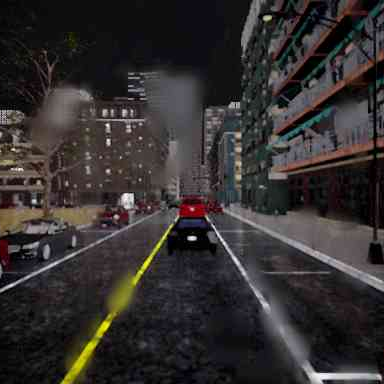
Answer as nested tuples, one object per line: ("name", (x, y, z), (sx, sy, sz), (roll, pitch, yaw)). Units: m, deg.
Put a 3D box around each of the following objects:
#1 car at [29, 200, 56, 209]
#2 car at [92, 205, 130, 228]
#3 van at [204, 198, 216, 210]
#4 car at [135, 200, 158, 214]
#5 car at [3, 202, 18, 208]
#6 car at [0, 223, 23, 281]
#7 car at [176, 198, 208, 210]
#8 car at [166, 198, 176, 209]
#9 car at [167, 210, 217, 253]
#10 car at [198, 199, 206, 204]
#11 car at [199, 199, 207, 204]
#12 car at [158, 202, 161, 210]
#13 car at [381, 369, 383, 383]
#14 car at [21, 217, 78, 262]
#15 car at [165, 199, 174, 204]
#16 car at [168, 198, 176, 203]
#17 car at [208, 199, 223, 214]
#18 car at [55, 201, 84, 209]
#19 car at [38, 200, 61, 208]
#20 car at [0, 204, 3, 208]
("car", (-27.933, 2.572, 61.915), (4.403, 1.369, 2.008), (-1, 1, 0))
("car", (-5.682, 1.662, 23.556), (1.967, 1.590, 4.097), (0, -1, 0))
("van", (2.715, 1.835, 51.188), (1.690, 1.788, 3.998), (0, -1, 0))
("car", (-5.672, 1.824, 40.138), (1.967, 1.590, 4.097), (0, -1, 0))
("car", (-39.128, 2.786, 70.429), (4.206, 1.307, 1.802), (-1, 1, 0))
("car", (-5.692, 1.611, 6.973), (1.887, 1.381, 4.507), (0, -1, 0))
("car", (0.019, 1.491, 29.013), (2.150, 2.045, 5.566), (0, 0, 0))
("car", (-2.966, 2.086, 55.732), (2.033, 1.411, 5.357), (0, -1, 0))
("car", (0.011, 1.699, 14.267), (1.994, 1.385, 4.181), (0, 0, 0))
("car", (2.740, 2.447, 89.101), (1.947, 1.339, 4.313), (0, -1, 0))
("car", (2.737, 2.405, 83.578), (1.802, 1.307, 4.206), (0, -1, 0))
("car", (-5.664, 2.076, 51.192), (1.802, 1.307, 4.206), (0, -1, 0))
("car", (2.685, 1.454, 1.441), (1.967, 1.590, 4.097), (0, -1, 0))
("car", (-5.688, 1.669, 12.500), (2.008, 1.369, 4.403), (0, -1, 0))
("car", (-5.644, 2.389, 83.595), (1.947, 1.339, 4.313), (0, -1, 0))
("car", (-5.638, 2.506, 94.642), (1.947, 1.339, 4.313), (0, -1, 0))
("car", (2.710, 1.928, 40.130), (1.887, 1.381, 4.507), (0, -1, 0))
("car", (-22.364, 2.491, 61.953), (4.403, 1.369, 2.008), (-1, 1, 0))
("car", (-30.228, 2.514, 70.538), (4.097, 1.590, 1.967), (-1, 1, 0))
("car", (-38.363, 2.718, 61.891), (4.507, 1.381, 1.887), (-1, 1, 0))
